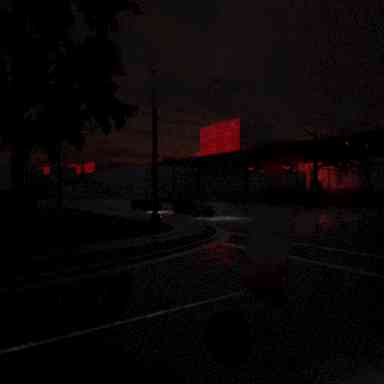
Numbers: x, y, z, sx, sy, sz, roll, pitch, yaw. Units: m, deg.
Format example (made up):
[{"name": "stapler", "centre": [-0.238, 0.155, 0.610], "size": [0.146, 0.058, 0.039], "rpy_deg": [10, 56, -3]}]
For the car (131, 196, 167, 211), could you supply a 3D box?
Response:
[{"name": "car", "centre": [-5.436, 1.457, 39.145], "size": [2.033, 1.411, 5.357], "rpy_deg": [0, 0, -33]}]

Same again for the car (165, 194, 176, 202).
[{"name": "car", "centre": [-4.373, 1.189, 62.897], "size": [2.097, 1.767, 4.553], "rpy_deg": [0, 0, -34]}]

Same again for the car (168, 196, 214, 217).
[{"name": "car", "centre": [0.089, 1.388, 30.864], "size": [1.882, 1.535, 5.008], "rpy_deg": [0, 0, -34]}]
